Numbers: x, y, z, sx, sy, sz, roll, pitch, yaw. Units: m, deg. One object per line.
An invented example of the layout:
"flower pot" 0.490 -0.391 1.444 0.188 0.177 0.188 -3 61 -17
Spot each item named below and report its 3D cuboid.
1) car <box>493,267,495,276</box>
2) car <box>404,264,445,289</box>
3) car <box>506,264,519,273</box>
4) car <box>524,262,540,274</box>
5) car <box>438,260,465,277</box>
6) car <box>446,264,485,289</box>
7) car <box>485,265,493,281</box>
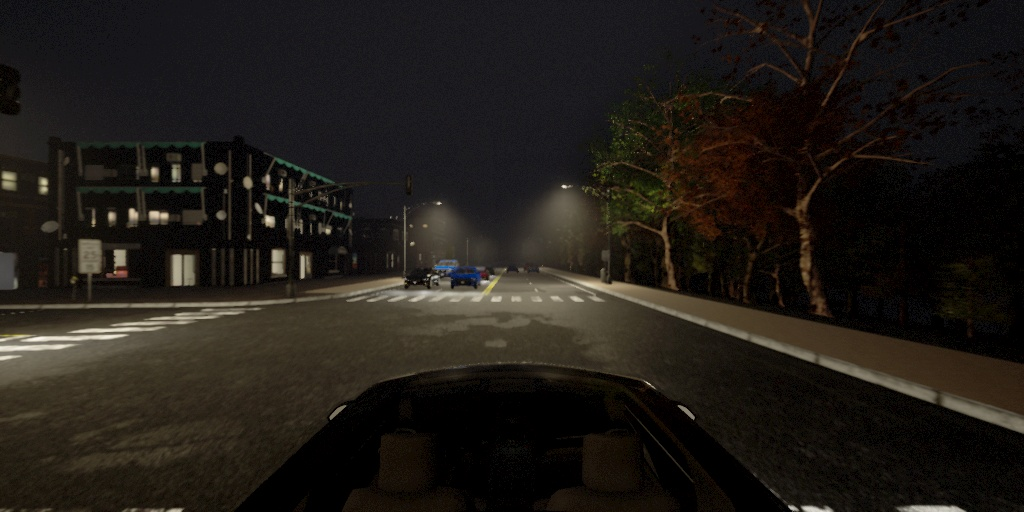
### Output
"car" -3.349 1.928 48.307 1.994 1.385 4.181 0 -1 -1
"car" -6.601 1.587 26.794 1.837 1.490 4.892 0 -1 0
"car" 0.089 2.015 57.914 1.812 1.442 4.674 0 -1 0
"car" 3.350 2.020 56.630 2.033 1.411 5.357 0 -1 0
"car" -6.603 1.434 36.935 2.150 2.045 5.566 0 0 0
"car" -3.354 1.560 26.857 1.882 1.535 5.008 0 -1 0
"car" -3.355 1.777 36.818 1.994 1.385 4.181 0 -1 0
